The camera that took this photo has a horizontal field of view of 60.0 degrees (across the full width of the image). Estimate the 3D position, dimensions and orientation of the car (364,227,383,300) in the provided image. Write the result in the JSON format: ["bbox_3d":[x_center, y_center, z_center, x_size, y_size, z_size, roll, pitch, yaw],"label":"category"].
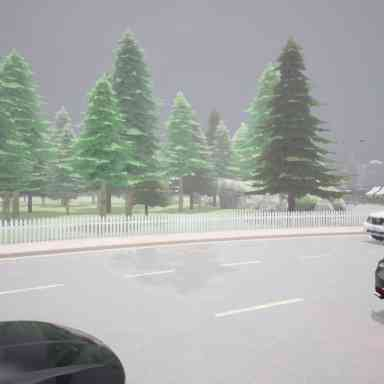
[{"bbox_3d":[5.605,1.492,6.112,4.902,1.511,2.128,0,0,-24],"label":"car"}]

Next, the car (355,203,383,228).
[{"bbox_3d":[10.505,1.220,14.657,5.566,2.045,2.150,0,0,-11],"label":"car"}]

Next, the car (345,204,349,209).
[{"bbox_3d":[19.436,1.546,40.983,2.128,1.511,4.902,0,0,-4],"label":"car"}]

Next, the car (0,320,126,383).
[{"bbox_3d":[-2.740,1.478,1.608,5.008,1.535,1.882,0,0,-37],"label":"car"}]
